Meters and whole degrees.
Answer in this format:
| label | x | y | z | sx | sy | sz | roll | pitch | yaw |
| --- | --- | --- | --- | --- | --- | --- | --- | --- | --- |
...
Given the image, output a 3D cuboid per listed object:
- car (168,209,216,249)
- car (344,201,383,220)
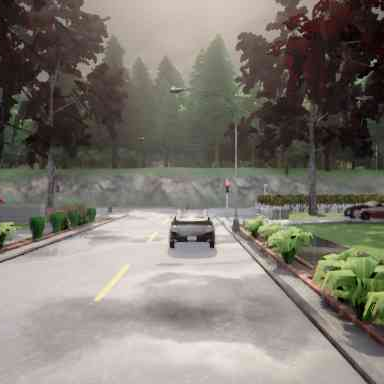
| label | x | y | z | sx | sy | sz | roll | pitch | yaw |
| --- | --- | --- | --- | --- | --- | --- | --- | --- | --- |
| car | 0.000 | 1.494 | 14.650 | 2.128 | 1.511 | 4.902 | 0 | 0 | 0 |
| car | 13.088 | 1.298 | 23.548 | 4.181 | 1.381 | 1.994 | 0 | 0 | 0 |
